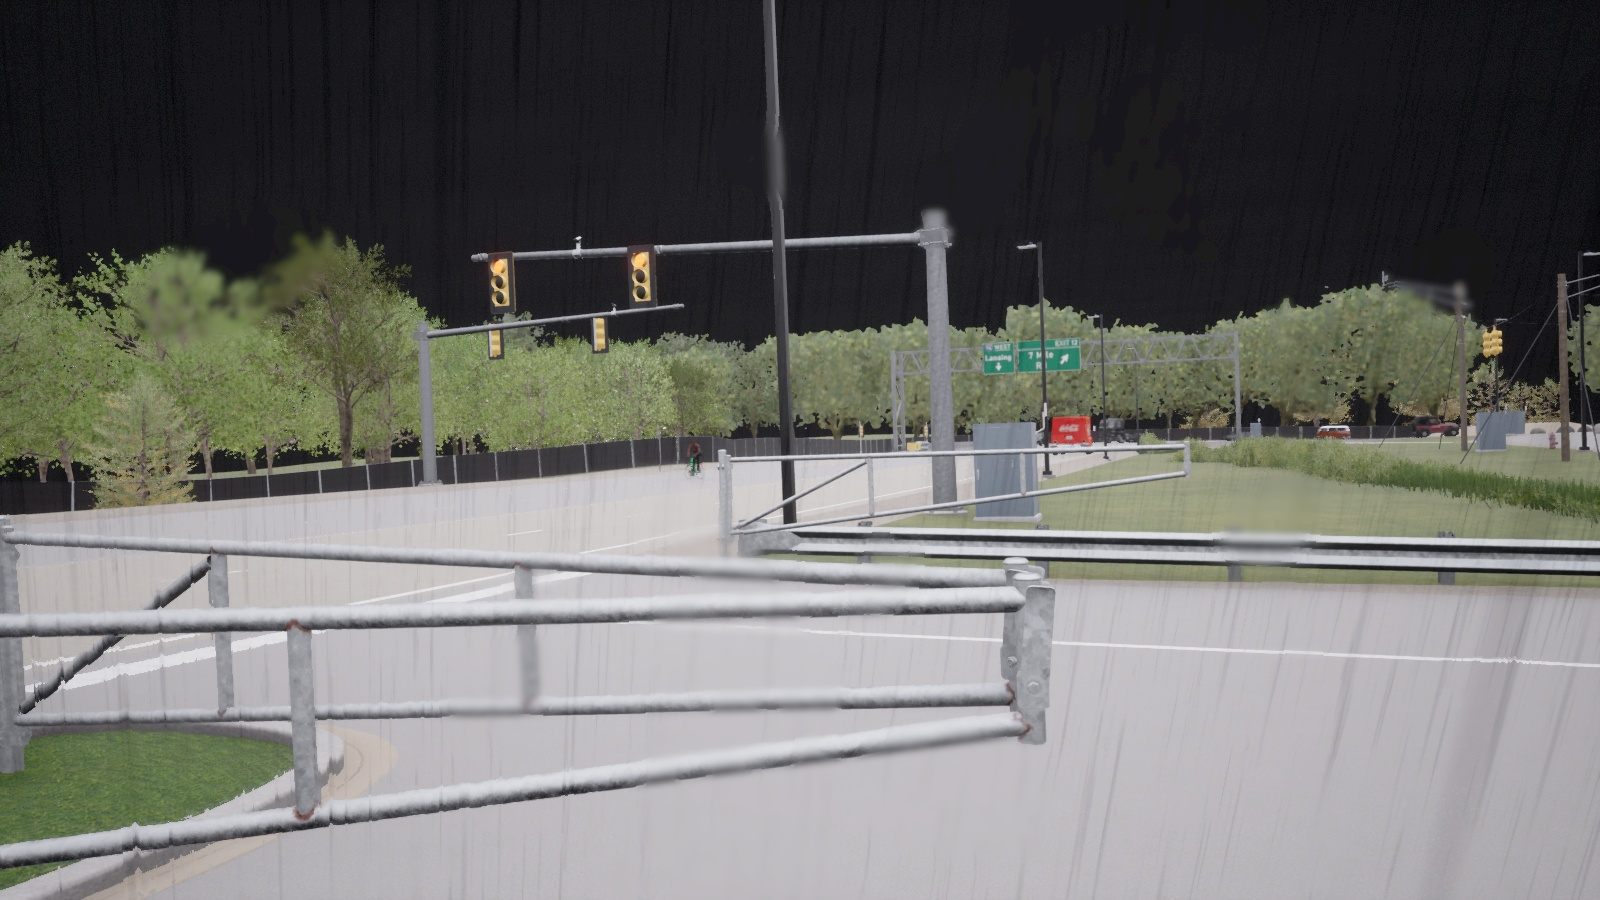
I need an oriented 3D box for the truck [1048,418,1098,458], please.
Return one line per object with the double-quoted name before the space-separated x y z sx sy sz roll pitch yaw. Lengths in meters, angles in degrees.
"truck" 18.100 -0.803 82.942 2.627 2.467 5.204 -1 0 18
